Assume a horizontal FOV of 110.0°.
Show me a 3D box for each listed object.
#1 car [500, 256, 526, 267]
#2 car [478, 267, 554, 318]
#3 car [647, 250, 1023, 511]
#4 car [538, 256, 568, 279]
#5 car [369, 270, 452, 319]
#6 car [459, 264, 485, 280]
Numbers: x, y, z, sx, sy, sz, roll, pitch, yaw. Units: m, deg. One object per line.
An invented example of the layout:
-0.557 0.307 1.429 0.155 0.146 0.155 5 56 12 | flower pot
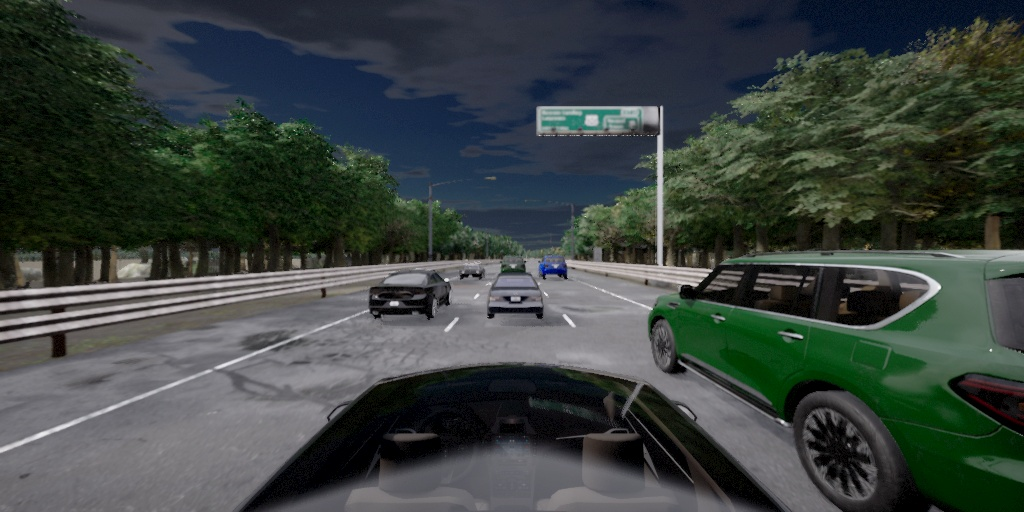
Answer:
0.109 0.987 32.150 2.150 2.045 5.566 0 0 0 | car
0.104 1.292 12.946 2.033 1.411 5.357 0 0 0 | car
3.602 0.970 4.350 2.150 2.045 5.566 0 0 0 | car
3.608 0.987 32.244 2.150 2.045 5.566 0 0 0 | car
-3.397 1.222 12.835 1.882 1.535 5.008 0 0 0 | car
-3.392 1.366 31.562 1.895 1.301 4.718 0 0 0 | car
